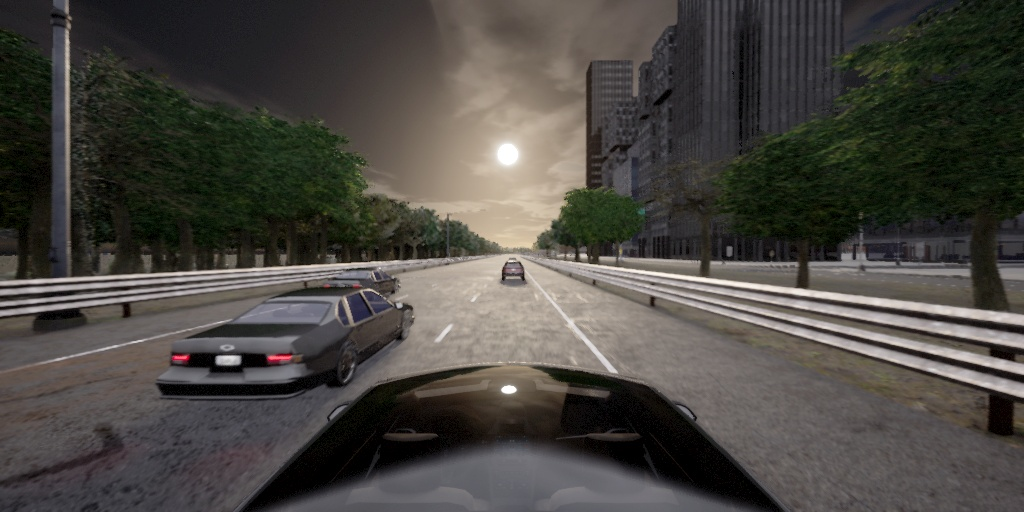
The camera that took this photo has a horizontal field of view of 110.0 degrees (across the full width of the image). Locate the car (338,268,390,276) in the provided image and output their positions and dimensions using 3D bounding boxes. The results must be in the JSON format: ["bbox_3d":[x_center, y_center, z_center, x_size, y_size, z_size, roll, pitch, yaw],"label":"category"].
[{"bbox_3d":[-6.899,1.290,16.957,2.033,1.411,5.357,0,0,0],"label":"car"}]

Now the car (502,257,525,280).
[{"bbox_3d":[0.107,1.144,31.016,2.033,1.649,4.856,0,0,0],"label":"car"}]

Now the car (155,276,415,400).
[{"bbox_3d":[-3.401,1.297,6.807,2.033,1.411,5.357,0,0,0],"label":"car"}]
